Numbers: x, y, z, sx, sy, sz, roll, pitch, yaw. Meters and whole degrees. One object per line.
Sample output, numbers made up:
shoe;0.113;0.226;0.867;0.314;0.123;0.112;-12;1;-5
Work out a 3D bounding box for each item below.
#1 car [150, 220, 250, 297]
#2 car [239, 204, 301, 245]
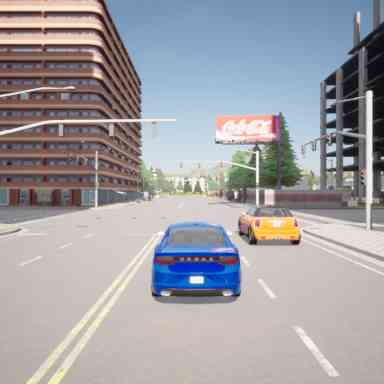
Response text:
car;0.085;1.478;8.639;1.882;1.535;5.008;0;0;0
car;3.473;1.352;15.728;2.097;1.767;4.553;0;0;0
